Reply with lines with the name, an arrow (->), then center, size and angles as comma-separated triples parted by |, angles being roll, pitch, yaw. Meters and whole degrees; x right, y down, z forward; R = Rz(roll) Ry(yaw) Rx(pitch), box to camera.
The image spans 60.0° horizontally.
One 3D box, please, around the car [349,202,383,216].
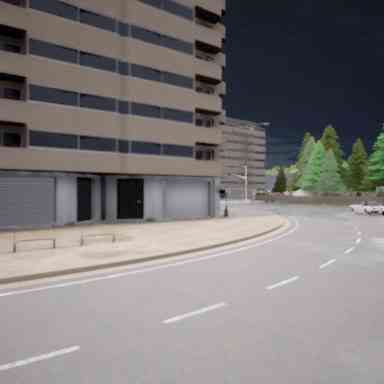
car -> 17.514, 1.611, 33.055 | 1.895, 1.301, 4.718 | 0, 0, 1
